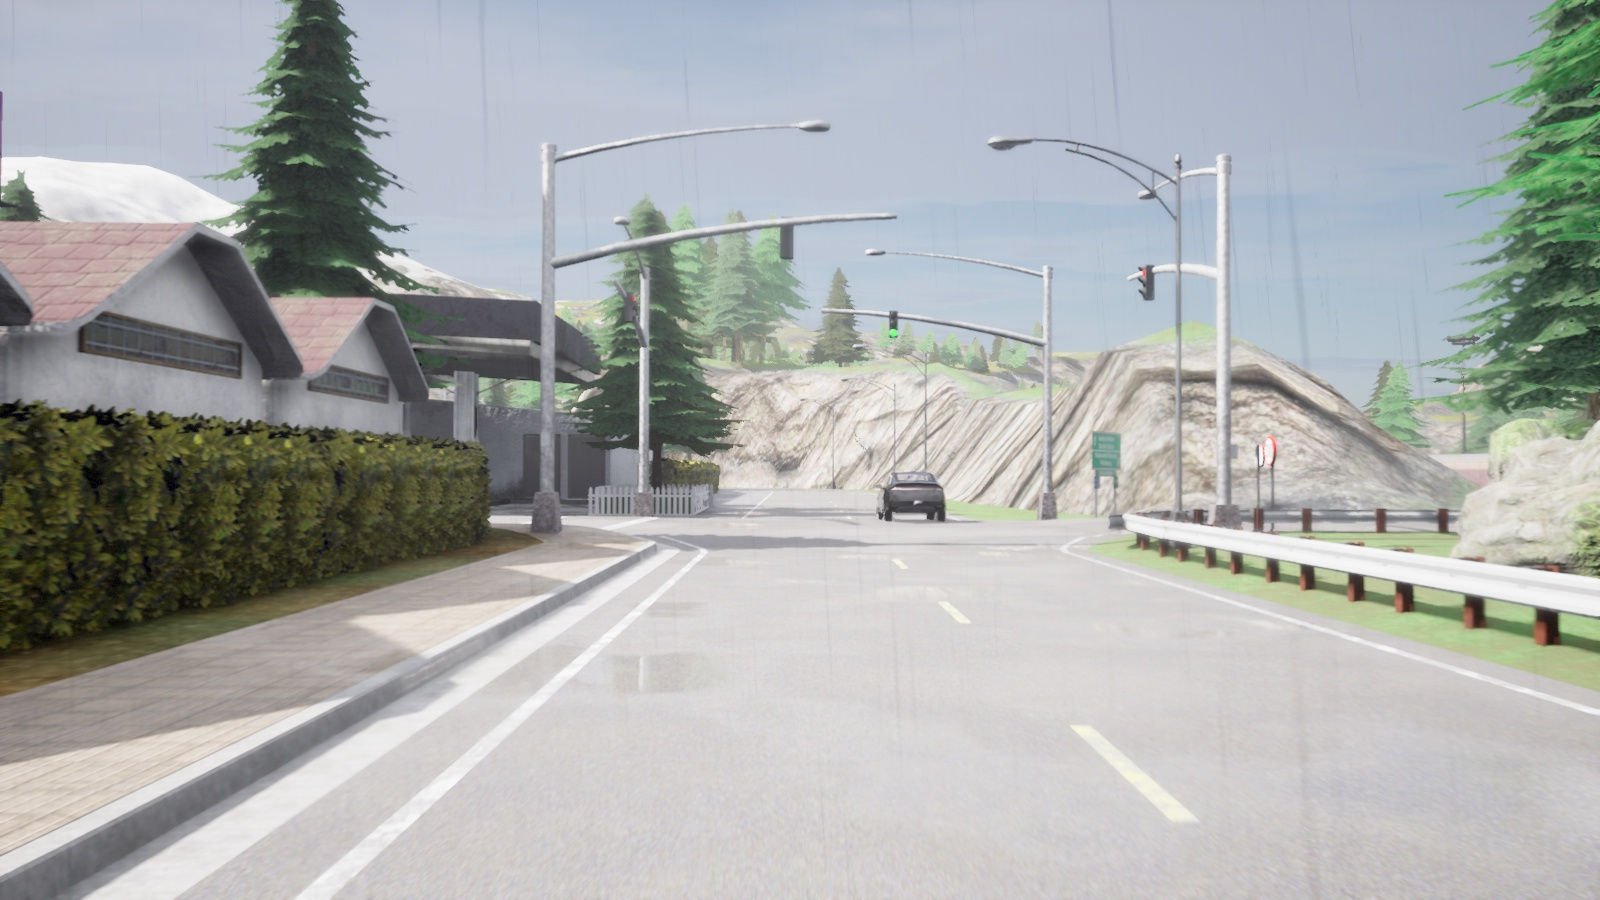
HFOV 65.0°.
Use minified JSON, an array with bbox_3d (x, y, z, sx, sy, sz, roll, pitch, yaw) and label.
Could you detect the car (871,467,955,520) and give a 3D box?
[{"bbox_3d":[3.411,1.371,38.903,2.128,1.511,4.902,0,-2,0],"label":"car"}]
